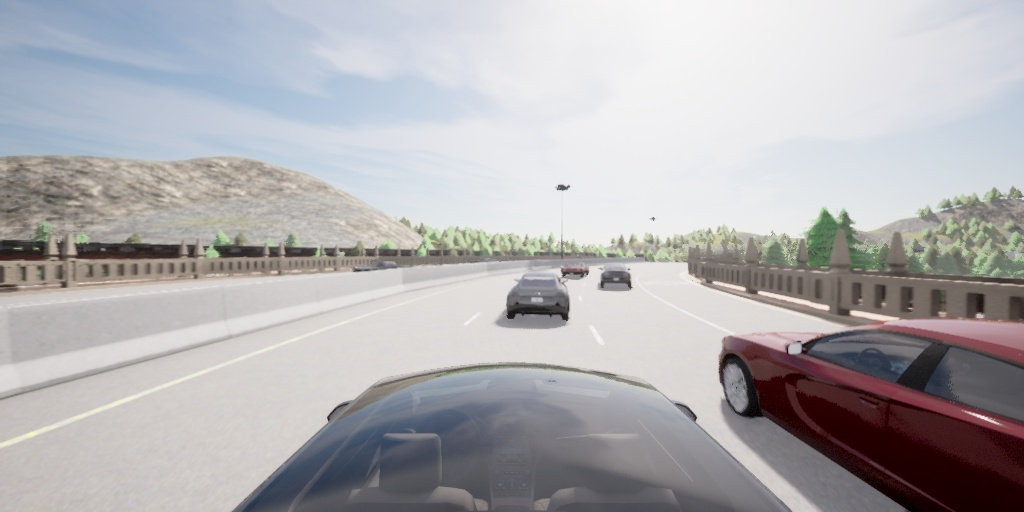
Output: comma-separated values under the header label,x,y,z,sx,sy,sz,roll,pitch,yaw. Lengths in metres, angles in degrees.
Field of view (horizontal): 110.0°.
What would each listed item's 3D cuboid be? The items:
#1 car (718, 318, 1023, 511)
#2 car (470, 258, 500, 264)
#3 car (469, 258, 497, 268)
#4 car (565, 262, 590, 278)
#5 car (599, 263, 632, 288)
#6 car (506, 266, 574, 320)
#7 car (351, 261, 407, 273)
label,x,y,z,sx,sy,sz,roll,pitch,yaw
car,3.700,1.242,2.856,1.882,1.535,5.008,0,0,1
car,-2.470,1.019,40.113,1.994,1.385,4.181,1,0,23
car,-4.170,0.953,52.677,1.895,1.301,4.718,1,0,29
car,5.684,1.166,31.718,1.895,1.301,4.718,0,0,20
car,6.582,1.161,22.890,1.812,1.442,4.674,0,0,14
car,0.989,1.241,12.477,1.994,1.385,4.181,0,0,7
car,-10.309,1.095,28.088,1.895,1.301,4.718,0,0,16
